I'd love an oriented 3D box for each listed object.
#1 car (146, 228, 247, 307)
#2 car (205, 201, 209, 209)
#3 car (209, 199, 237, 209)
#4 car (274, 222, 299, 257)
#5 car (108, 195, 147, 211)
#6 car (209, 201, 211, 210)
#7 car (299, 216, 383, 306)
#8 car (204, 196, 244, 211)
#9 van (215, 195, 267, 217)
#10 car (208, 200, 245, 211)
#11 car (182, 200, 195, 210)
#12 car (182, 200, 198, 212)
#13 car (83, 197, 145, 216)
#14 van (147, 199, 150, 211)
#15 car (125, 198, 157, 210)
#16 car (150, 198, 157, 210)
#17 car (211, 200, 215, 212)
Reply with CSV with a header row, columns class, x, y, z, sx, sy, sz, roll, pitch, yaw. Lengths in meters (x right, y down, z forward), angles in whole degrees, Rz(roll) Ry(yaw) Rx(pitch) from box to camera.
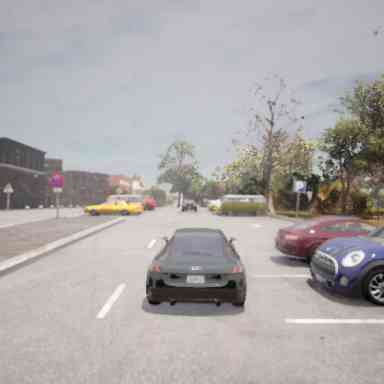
class,x,y,z,sx,sy,sz,roll,pitch,yaw
car,0.153,1.536,7.999,1.994,1.385,4.181,0,0,3
car,4.683,1.479,42.622,5.566,2.045,2.435,0,-2,-1
car,5.579,2.137,60.117,4.553,1.767,2.097,1,-3,-18
car,5.025,1.499,10.654,4.674,1.452,2.002,0,0,-1
car,-7.443,1.420,34.882,4.553,1.767,2.185,0,-1,-1
car,4.958,1.614,36.903,5.366,1.575,1.946,0,-1,-1
car,5.105,1.342,7.483,4.553,1.767,2.185,0,0,0
car,4.599,1.622,48.082,5.566,2.045,2.435,0,-2,-1
van,4.715,1.308,31.449,4.442,1.987,1.878,0,-1,-1
car,4.661,1.803,45.408,4.892,1.521,2.231,0,-2,-1
car,-0.494,1.964,51.850,1.882,1.535,5.008,0,-2,2
car,-0.278,1.749,41.977,1.812,1.442,4.674,0,-1,-1
car,-7.628,1.501,31.961,5.366,1.575,1.946,0,-1,-1
van,-7.391,1.374,37.922,4.442,1.987,1.878,0,-1,-1
car,-7.642,1.765,50.059,4.553,1.767,2.185,0,-2,-1
car,-7.552,1.479,44.112,5.566,2.045,2.435,0,-1,-1
car,4.986,1.571,34.243,5.366,1.575,1.946,0,-1,-1
